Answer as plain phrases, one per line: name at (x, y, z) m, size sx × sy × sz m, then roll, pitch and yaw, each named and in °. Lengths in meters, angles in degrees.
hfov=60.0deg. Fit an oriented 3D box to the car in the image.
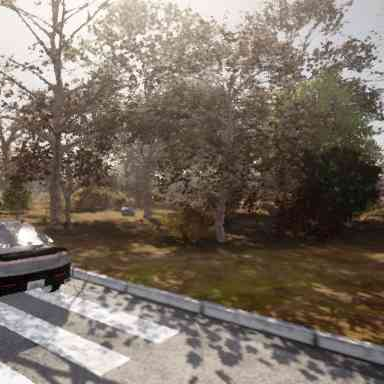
car at (-4.579, 1.345, 7.289) m, size 4.902 × 1.511 × 2.128 m, roll 1°, pitch 1°, yaw 39°
